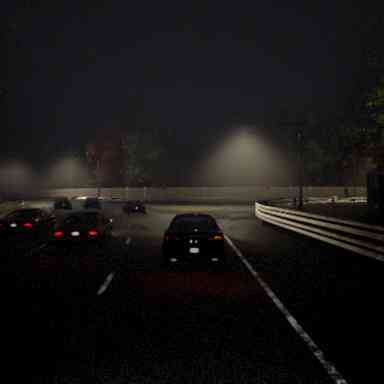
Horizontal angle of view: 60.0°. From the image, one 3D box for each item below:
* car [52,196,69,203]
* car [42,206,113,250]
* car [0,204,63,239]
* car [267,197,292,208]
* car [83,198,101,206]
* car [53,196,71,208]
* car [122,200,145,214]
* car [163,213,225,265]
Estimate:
[{"bbox_3d":[-30.287,1.593,76.280,1.882,1.535,5.008,0,0,-43],"label":"car"},{"bbox_3d":[-4.604,1.565,14.591,2.033,1.411,5.357,0,0,-8],"label":"car"},{"bbox_3d":[-8.665,1.580,17.779,2.033,1.411,5.357,0,0,-10],"label":"car"},{"bbox_3d":[12.191,1.433,46.231,1.882,1.535,5.008,0,0,43],"label":"car"},{"bbox_3d":[-13.466,1.529,44.666,1.882,1.535,5.008,0,0,-23],"label":"car"},{"bbox_3d":[-17.317,1.630,44.422,1.994,1.385,4.181,0,0,-26],"label":"car"},{"bbox_3d":[-6.254,1.588,35.584,1.994,1.385,4.181,0,0,-18],"label":"car"},{"bbox_3d":[0.053,1.478,11.786,1.882,1.535,5.008,0,0,0],"label":"car"}]
